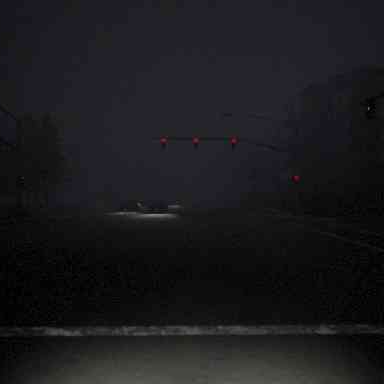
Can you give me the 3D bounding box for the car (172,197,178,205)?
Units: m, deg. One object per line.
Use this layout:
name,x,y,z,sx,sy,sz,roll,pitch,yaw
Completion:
car,-3.431,1.552,56.870,1.895,1.301,4.718,0,0,1

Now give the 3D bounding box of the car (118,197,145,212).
car,-7.042,1.514,37.961,2.033,1.411,5.357,0,0,0

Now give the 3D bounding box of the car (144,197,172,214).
car,-3.546,1.533,35.171,1.994,1.385,4.181,0,0,0

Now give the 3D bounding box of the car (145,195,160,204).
car,-6.912,1.281,58.410,2.128,1.511,4.902,0,0,0

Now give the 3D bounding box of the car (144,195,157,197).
car,-6.915,1.306,52.555,2.097,1.767,4.553,0,0,0
